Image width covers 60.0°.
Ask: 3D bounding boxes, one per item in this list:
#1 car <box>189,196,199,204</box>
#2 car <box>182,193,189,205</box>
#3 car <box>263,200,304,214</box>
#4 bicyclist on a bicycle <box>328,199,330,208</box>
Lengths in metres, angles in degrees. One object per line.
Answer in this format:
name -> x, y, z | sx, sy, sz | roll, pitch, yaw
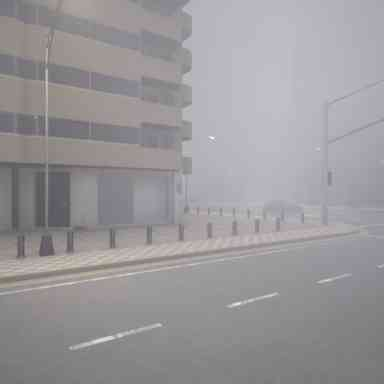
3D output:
car -> -0.697, 1.447, 60.622 | 1.837, 1.490, 4.892 | 0, 0, -34
car -> -3.434, 1.164, 58.421 | 2.150, 2.045, 5.566 | 0, 0, -34
car -> 9.243, 1.505, 33.928 | 1.994, 1.385, 4.181 | 0, 0, -36
bicyclist on a bicycle -> 17.404, 1.242, 43.090 | 1.656, 1.620, 0.582 | 0, 0, -35
